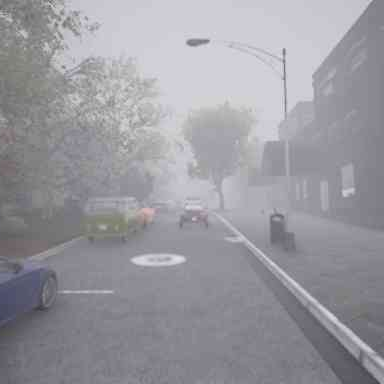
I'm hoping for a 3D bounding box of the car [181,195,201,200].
[{"bbox_3d":[0.153,1.433,39.671,2.150,2.045,5.566,0,-1,0],"label":"car"}]

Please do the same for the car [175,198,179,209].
[{"bbox_3d":[-3.572,1.927,49.276,2.097,1.535,5.008,1,-2,2],"label":"car"}]

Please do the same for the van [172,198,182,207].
[{"bbox_3d":[-3.524,2.361,77.246,1.878,1.987,4.442,1,-1,2],"label":"van"}]

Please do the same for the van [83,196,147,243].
[{"bbox_3d":[-3.628,1.215,16.011,1.878,1.987,4.442,0,0,2],"label":"van"}]

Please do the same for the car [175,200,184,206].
[{"bbox_3d":[-3.286,2.816,88.491,2.231,1.521,4.892,0,-1,2],"label":"car"}]

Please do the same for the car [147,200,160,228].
[{"bbox_3d":[-3.626,1.302,21.434,2.185,1.767,4.553,0,0,2],"label":"car"}]

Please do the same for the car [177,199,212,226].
[{"bbox_3d":[0.129,1.471,22.521,1.812,1.442,4.674,0,0,0],"label":"car"}]

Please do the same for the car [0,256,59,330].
[{"bbox_3d":[-3.647,1.508,4.751,2.002,1.452,4.674,0,0,2],"label":"car"}]

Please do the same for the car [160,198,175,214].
[{"bbox_3d":[-3.585,1.683,38.170,2.163,1.488,4.792,1,-1,2],"label":"car"}]

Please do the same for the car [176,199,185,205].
[{"bbox_3d":[-3.277,2.793,94.202,2.185,1.767,4.553,-1,-1,2],"label":"car"}]
